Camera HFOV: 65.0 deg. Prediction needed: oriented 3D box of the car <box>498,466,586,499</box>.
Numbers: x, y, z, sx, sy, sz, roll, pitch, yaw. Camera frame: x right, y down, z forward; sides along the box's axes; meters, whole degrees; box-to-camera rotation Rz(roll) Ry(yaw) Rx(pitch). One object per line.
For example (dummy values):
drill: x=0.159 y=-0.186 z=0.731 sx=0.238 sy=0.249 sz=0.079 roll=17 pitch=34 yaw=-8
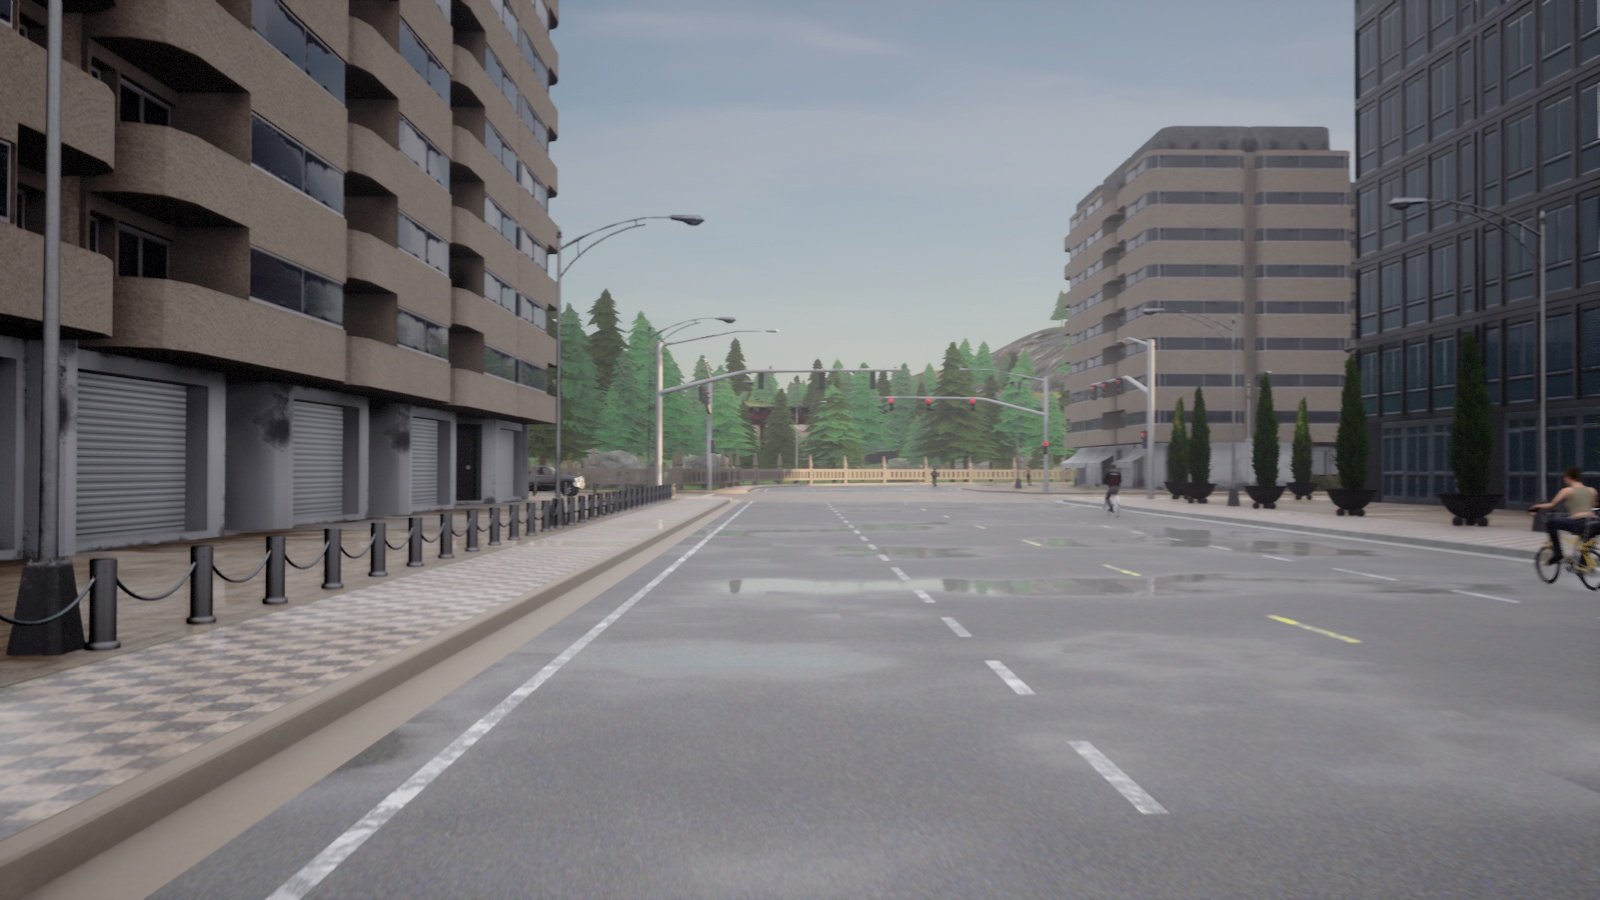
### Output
car: x=-14.650 y=1.840 z=71.409 sx=4.605 sy=1.855 sz=1.932 roll=0 pitch=-1 yaw=-1

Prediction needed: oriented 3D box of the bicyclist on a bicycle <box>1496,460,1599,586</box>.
bicyclist on a bicycle: x=10.239 y=0.951 z=16.909 sx=0.866 sy=1.612 sz=1.509 roll=0 pitch=-1 yaw=0
